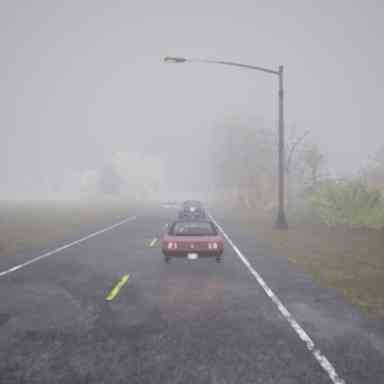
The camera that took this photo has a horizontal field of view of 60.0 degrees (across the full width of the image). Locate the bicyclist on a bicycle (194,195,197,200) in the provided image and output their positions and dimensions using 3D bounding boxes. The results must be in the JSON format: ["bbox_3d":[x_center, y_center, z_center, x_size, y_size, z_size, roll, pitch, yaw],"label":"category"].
[{"bbox_3d":[0.958,1.582,93.648,0.866,1.612,1.509,0,0,0],"label":"bicyclist on a bicycle"}]

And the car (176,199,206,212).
[{"bbox_3d":[0.045,1.404,27.632,2.097,1.767,4.553,0,0,1],"label":"car"}]

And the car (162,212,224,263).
[{"bbox_3d":[0.041,1.626,12.097,1.895,1.301,4.718,0,0,1],"label":"car"}]

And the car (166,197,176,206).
[{"bbox_3d":[-3.546,1.628,59.061,1.812,1.442,4.674,0,0,1],"label":"car"}]
